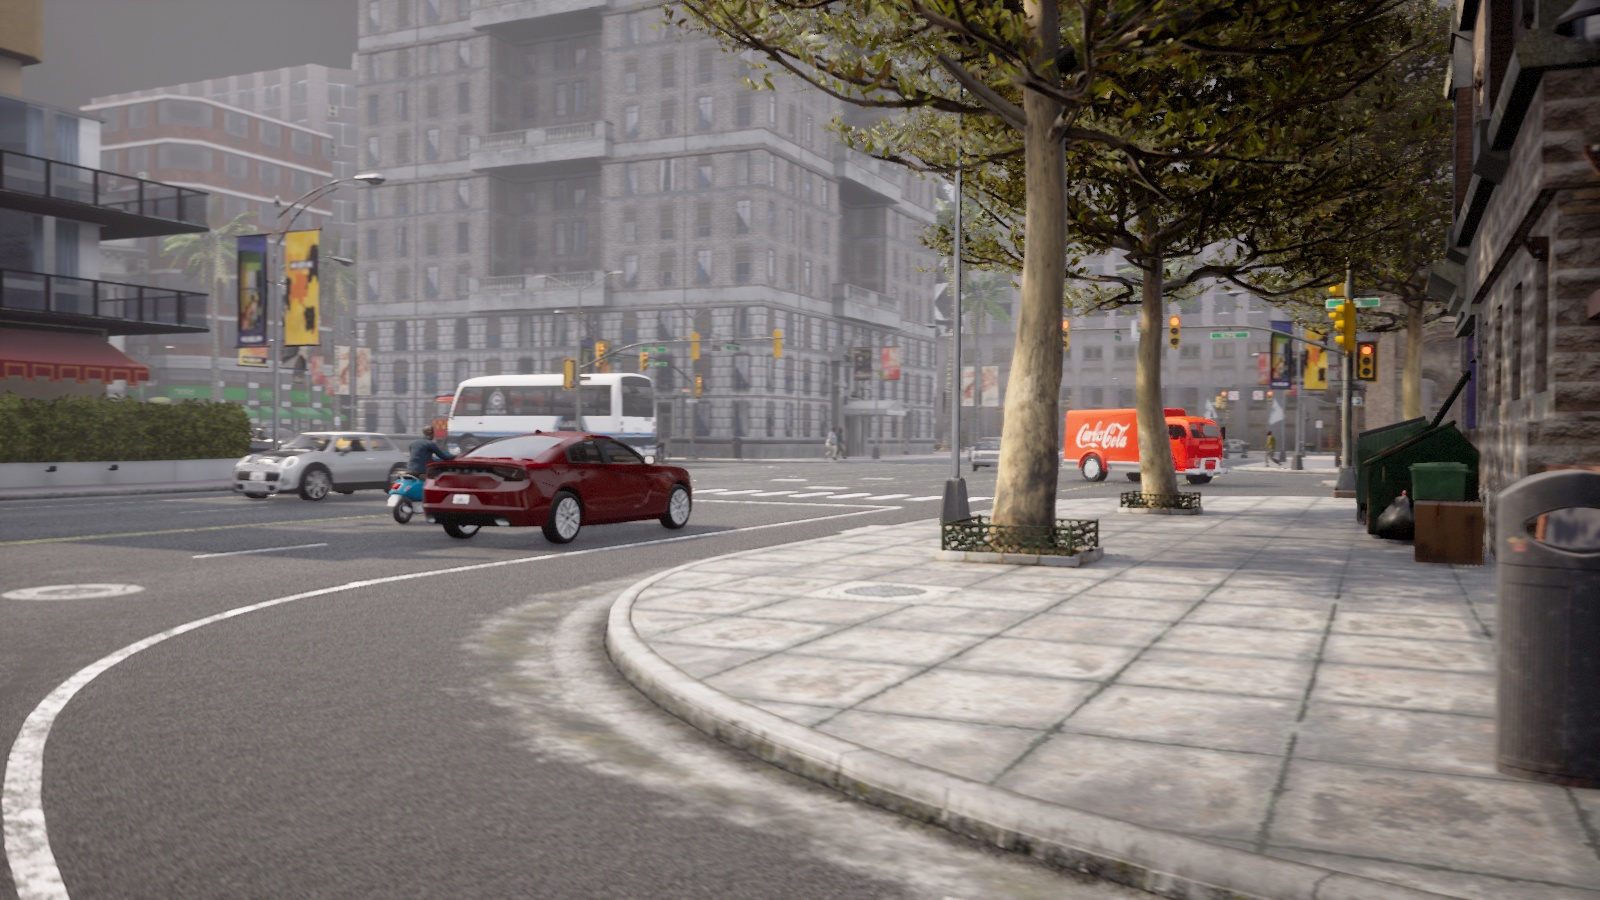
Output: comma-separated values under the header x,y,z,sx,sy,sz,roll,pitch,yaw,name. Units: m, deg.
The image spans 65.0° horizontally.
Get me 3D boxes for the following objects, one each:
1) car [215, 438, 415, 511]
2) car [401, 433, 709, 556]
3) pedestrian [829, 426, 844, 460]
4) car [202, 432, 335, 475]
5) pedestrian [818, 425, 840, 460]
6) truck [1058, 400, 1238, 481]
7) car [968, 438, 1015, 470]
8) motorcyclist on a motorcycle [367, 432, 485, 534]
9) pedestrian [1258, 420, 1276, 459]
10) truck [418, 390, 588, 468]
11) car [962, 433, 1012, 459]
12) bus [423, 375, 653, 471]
x,y,z,sx,sy,sz,roll,pitch,yaw,name
-10.612,0.484,27.765,1.970,1.475,3.806,0,1,25,car
-3.366,0.532,18.457,1.882,1.535,5.008,0,1,24,car
1.984,-0.376,68.258,0.726,1.835,0.370,0,1,21,pedestrian
-21.576,0.138,50.965,5.027,1.651,2.152,0,1,25,car
1.585,-0.394,67.651,0.900,1.855,0.874,0,1,25,pedestrian
11.358,-0.333,41.367,2.627,2.467,5.204,-1,1,-35,truck
8.279,0.135,54.512,1.895,1.301,4.718,0,1,8,car
-6.139,0.509,20.726,0.866,1.590,1.817,0,1,25,motorcyclist on a motorcycle
21.704,-0.480,58.348,0.726,1.835,0.370,0,1,25,pedestrian
-15.290,-1.019,64.568,8.468,3.827,2.891,0,1,25,truck
11.256,-0.266,75.445,1.970,1.475,3.806,0,1,24,car
-12.427,-1.200,59.370,10.273,4.253,3.944,0,1,25,bus
